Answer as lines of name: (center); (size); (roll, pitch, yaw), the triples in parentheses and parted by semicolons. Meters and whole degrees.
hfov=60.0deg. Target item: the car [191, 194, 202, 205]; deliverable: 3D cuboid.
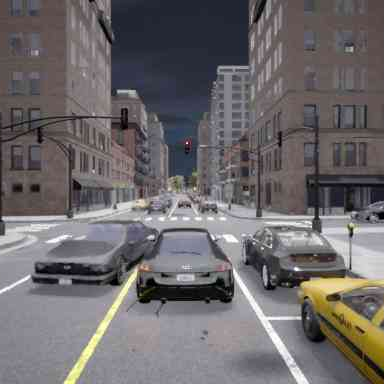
car: (1.225, 1.435, 58.459); (1.967, 1.590, 4.097); (0, 0, -1)

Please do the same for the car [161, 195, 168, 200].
car: (-7.639, 1.568, 92.335); (1.802, 1.307, 4.206); (0, 0, -1)

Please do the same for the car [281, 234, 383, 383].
car: (2.586, 1.525, 3.637); (1.752, 1.417, 4.829); (0, 0, -1)

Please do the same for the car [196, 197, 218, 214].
car: (1.786, 1.550, 35.739); (2.008, 1.369, 4.403); (0, 0, -1)

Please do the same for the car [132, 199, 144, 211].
car: (-6.373, 1.524, 41.049); (1.752, 1.417, 4.829); (0, 0, -1)

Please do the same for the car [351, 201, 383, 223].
car: (13.934, 1.402, 23.810); (4.902, 1.511, 2.128); (0, 0, -3)

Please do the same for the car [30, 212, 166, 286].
car: (-2.336, 1.547, 9.768); (2.033, 1.411, 5.357); (0, 0, 8)

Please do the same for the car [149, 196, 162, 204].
car: (-6.937, 1.544, 63.938); (2.008, 1.369, 4.403); (0, 0, -1)

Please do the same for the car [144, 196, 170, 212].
car: (-3.698, 1.504, 35.993); (1.837, 1.490, 4.892); (0, 0, -1)

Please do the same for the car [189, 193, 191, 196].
car: (0.945, 1.307, 69.819); (2.192, 1.841, 5.009); (0, 0, -1)

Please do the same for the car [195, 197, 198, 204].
car: (1.646, 1.581, 41.419); (1.802, 1.307, 4.206); (0, 0, -1)

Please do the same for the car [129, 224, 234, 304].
car: (-0.170, 1.564, 8.202); (1.994, 1.385, 4.181); (0, 0, -1)

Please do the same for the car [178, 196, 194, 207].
car: (-1.095, 1.598, 50.018); (1.895, 1.301, 4.718); (0, 0, -1)

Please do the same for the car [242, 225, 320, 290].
car: (2.452, 1.551, 8.871); (2.008, 1.369, 4.403); (0, 0, -1)

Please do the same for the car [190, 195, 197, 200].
car: (0.380, 1.511, 92.709); (1.752, 1.417, 4.829); (0, 0, -1)

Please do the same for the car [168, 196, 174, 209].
car: (-3.943, 1.562, 45.896); (1.994, 1.385, 4.181); (0, 0, -2)

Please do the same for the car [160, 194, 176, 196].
car: (-4.197, 1.543, 56.261); (2.033, 1.411, 5.357); (0, 0, -2)

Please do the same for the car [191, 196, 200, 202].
car: (0.805, 1.556, 75.499); (1.947, 1.339, 4.313); (0, 0, -1)
